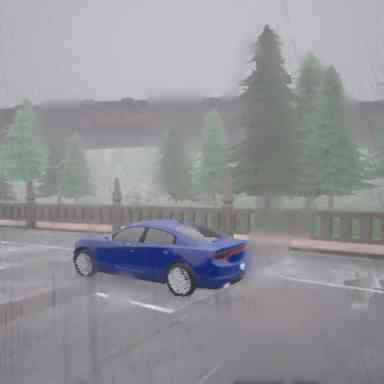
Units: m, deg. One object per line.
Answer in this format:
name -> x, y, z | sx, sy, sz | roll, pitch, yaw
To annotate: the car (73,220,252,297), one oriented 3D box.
car -> -0.958, 1.457, 8.568 | 5.008, 1.535, 1.882 | 0, 0, 33
